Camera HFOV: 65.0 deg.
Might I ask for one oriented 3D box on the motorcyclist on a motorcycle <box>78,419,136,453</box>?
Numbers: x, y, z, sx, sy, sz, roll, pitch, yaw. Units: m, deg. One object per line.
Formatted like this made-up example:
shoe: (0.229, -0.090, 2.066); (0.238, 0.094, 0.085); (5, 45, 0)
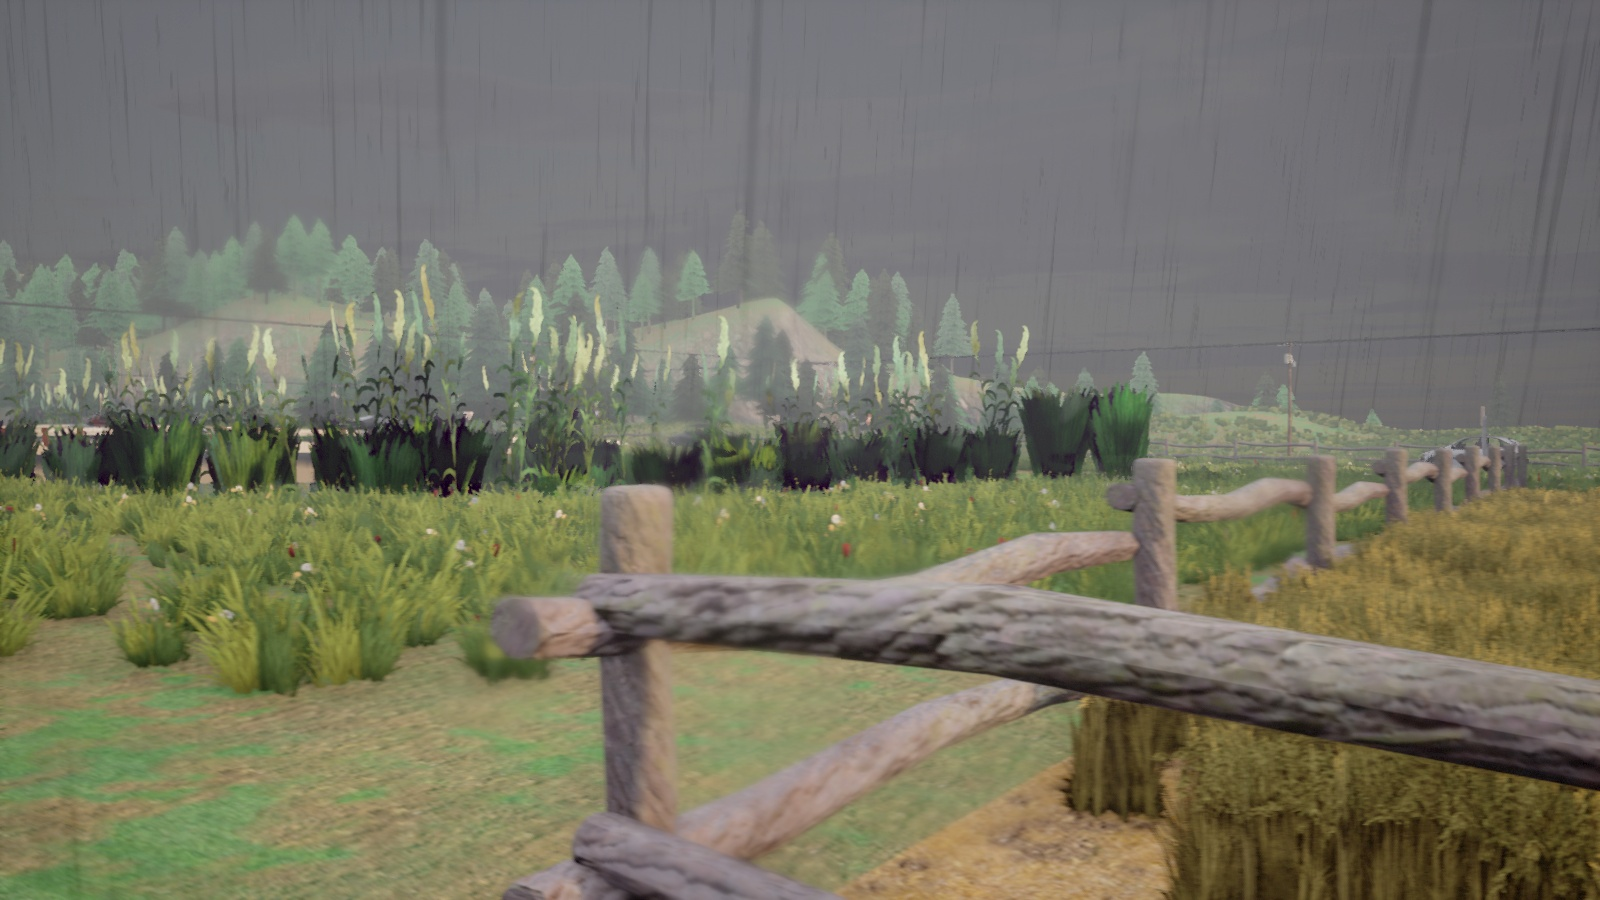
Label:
motorcyclist on a motorcycle: (-32.299, -0.654, 58.555); (0.866, 1.530, 2.191); (0, 1, 41)

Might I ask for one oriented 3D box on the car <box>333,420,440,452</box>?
car: (-21.511, -0.687, 65.494); (1.882, 1.535, 5.008); (0, -1, 41)

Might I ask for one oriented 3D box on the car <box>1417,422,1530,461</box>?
car: (28.959, -0.389, 54.056); (3.988, 1.617, 1.851); (0, 1, 39)

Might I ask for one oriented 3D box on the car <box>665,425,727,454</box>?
car: (-6.943, -0.724, 83.570); (3.866, 1.878, 1.905); (1, 1, 40)
